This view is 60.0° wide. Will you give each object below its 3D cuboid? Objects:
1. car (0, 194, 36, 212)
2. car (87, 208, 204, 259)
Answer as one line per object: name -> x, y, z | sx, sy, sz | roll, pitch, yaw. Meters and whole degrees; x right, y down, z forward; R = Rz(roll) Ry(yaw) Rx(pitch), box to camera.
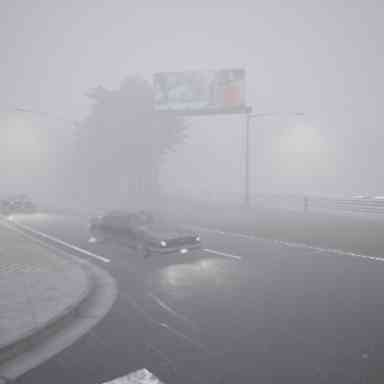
car -> -14.234, 0.811, 27.138 | 1.895, 1.301, 4.718 | 0, 2, -38
car -> -1.963, 1.325, 12.080 | 2.033, 1.411, 5.357 | 0, 2, -41
